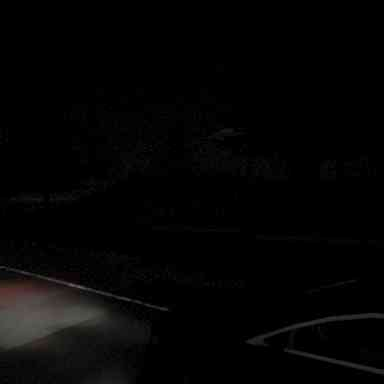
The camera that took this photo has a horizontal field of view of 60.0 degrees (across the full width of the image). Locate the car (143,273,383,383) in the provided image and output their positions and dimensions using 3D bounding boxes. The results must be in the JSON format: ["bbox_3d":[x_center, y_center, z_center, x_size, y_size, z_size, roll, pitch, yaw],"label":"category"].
[{"bbox_3d":[1.739,1.493,2.766,4.902,1.511,2.128,0,0,35],"label":"car"}]
